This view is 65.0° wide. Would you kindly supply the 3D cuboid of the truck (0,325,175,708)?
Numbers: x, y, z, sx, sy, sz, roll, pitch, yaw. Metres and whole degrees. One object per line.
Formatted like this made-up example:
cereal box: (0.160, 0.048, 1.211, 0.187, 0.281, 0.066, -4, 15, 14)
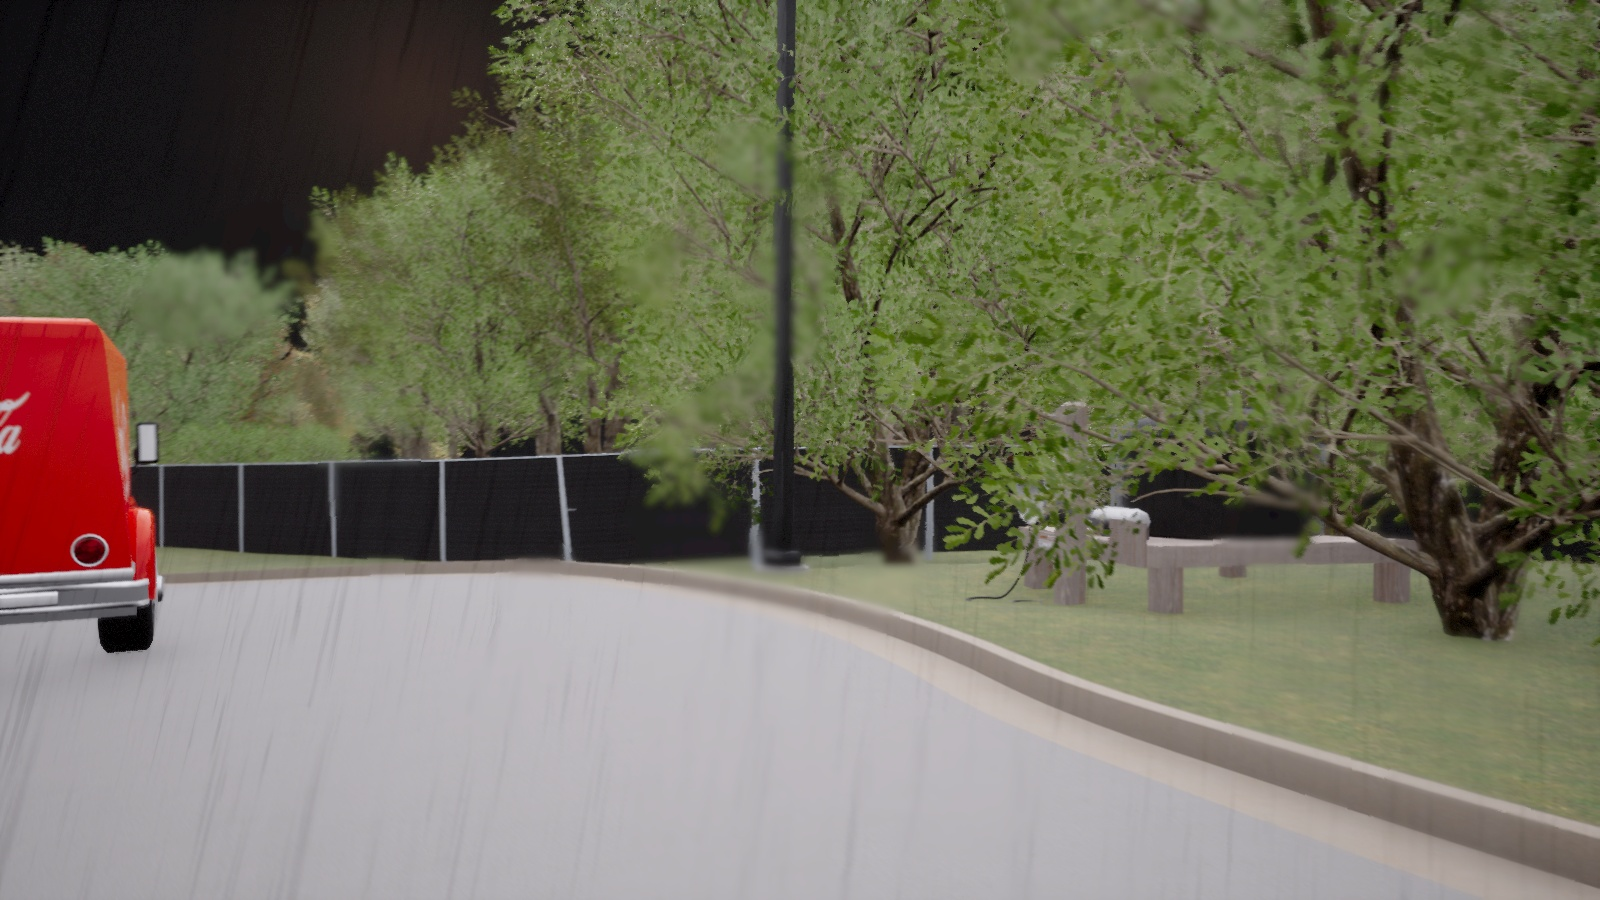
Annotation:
truck: (-6.634, 0.498, 10.254, 2.627, 2.467, 5.204, -3, 0, -26)
